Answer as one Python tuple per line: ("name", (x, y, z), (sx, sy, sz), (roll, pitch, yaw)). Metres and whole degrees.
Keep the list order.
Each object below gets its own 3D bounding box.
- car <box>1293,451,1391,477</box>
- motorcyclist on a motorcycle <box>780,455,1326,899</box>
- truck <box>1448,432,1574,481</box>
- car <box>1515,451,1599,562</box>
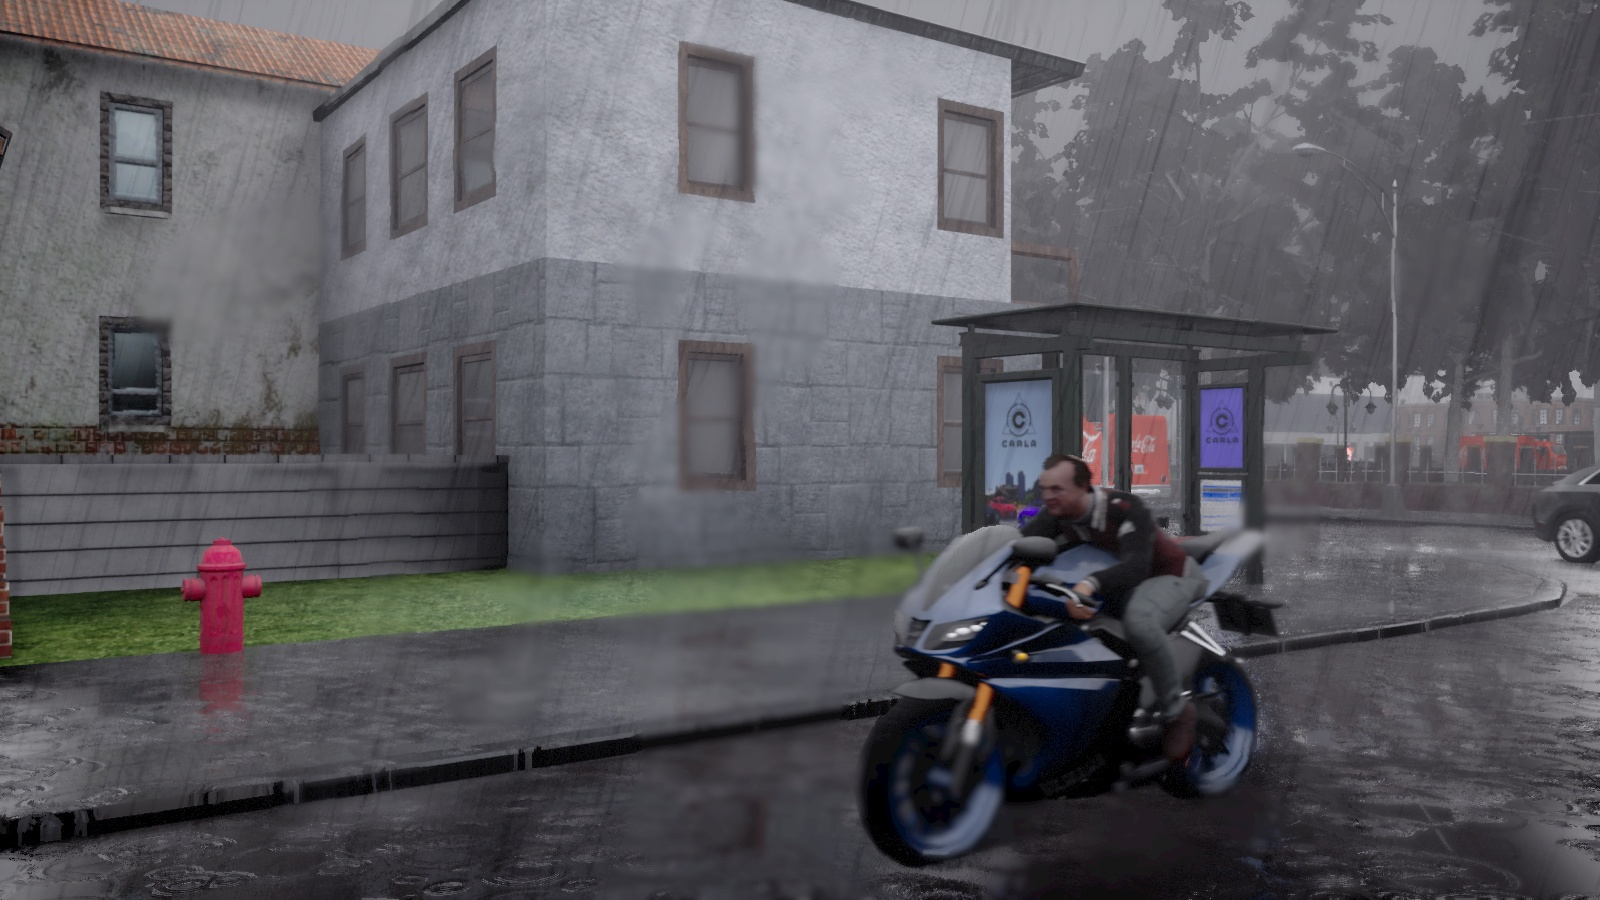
("car", (32.083, 0.815, 74.473), (2.128, 1.511, 4.902), (0, 0, -35))
("motorcyclist on a motorcycle", (1.073, 0.790, 5.031), (2.191, 1.530, 0.866), (0, 0, -35))
("truck", (37.659, 0.341, 66.607), (2.627, 2.467, 5.204), (0, 0, -35))
("car", (11.855, 0.764, 15.999), (1.837, 1.490, 4.892), (1, 0, -16))
